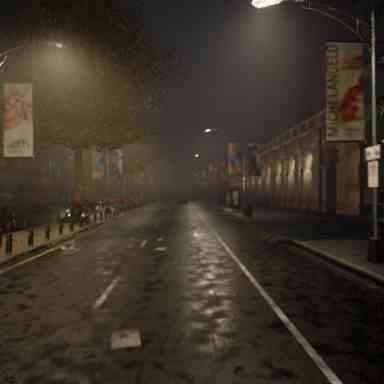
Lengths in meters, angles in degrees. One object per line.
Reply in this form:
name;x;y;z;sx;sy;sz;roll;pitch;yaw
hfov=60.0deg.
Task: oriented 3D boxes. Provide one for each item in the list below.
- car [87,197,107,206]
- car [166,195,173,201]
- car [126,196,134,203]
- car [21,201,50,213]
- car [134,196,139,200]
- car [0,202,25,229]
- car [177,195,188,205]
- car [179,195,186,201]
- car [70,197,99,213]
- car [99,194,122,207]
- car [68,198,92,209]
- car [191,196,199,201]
car;-16.755;1.680;58.931;2.128;1.511;4.902;0;0;-1
car;-6.244;1.630;91.561;1.837;1.490;4.892;0;0;-2
car;-13.478;1.670;66.385;2.128;1.511;4.902;0;0;-2
car;-18.527;1.732;37.104;2.033;1.411;5.357;0;0;26
car;-13.901;1.655;80.229;1.882;1.535;5.008;0;0;-2
car;-12.151;1.621;19.662;1.837;1.490;4.892;0;0;-2
car;-1.770;1.594;62.598;1.812;1.442;4.674;0;0;-2
car;-2.750;1.580;91.804;1.882;1.535;5.008;0;0;-2
car;-12.734;1.616;38.908;1.882;1.535;5.008;0;0;-2
car;-13.153;1.379;54.207;2.150;2.045;5.566;0;0;-1
car;-16.542;1.657;49.430;1.882;1.535;5.008;0;0;-1
car;0.722;1.662;84.593;1.895;1.301;4.718;0;0;-2
